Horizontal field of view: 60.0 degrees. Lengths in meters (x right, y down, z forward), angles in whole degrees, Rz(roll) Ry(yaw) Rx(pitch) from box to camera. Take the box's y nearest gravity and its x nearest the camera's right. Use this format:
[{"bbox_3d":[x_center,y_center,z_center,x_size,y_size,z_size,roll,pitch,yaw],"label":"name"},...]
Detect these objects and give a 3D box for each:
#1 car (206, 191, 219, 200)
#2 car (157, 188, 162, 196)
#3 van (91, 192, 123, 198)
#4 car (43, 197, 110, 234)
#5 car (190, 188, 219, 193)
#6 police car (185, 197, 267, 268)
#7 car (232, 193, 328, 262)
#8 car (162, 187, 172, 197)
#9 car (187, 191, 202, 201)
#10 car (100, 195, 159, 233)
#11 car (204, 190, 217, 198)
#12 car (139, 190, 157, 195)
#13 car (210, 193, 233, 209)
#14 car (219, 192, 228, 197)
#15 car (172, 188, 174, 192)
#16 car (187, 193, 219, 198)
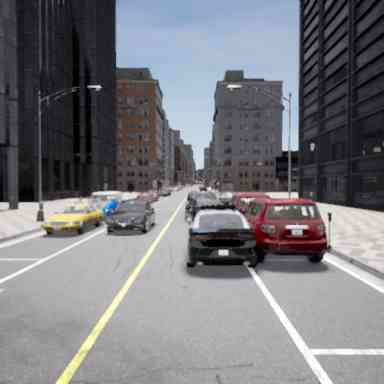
[{"bbox_3d":[3.040,0.474,50.492,1.802,1.307,4.206,0,1,0],"label":"car"},{"bbox_3d":[-5.528,0.460,44.938,1.967,1.590,4.097,0,1,0],"label":"car"},{"bbox_3d":[-5.695,0.867,22.382,1.690,1.788,3.998,0,1,0],"label":"van"},{"bbox_3d":[-5.739,1.175,16.576,1.752,1.417,4.829,0,1,0],"label":"car"},{"bbox_3d":[1.095,0.788,26.464,2.097,1.767,4.553,0,1,0],"label":"car"},{"bbox_3d":[0.835,1.198,10.626,1.930,1.638,5.238,-1,1,2],"label":"police car"},{"bbox_3d":[2.747,1.083,11.019,2.192,1.841,5.009,0,1,0],"label":"car"},{"bbox_3d":[-5.402,0.197,61.855,1.947,1.339,4.313,0,1,0],"label":"car"},{"bbox_3d":[0.369,0.522,47.583,1.994,1.385,4.181,0,1,2],"label":"car"},{"bbox_3d":[-2.976,1.147,16.959,1.837,1.490,4.892,0,1,0],"label":"car"},{"bbox_3d":[3.081,0.308,56.128,1.887,1.381,4.507,0,1,0],"label":"car"},{"bbox_3d":[-5.569,0.731,39.302,1.802,1.307,4.206,0,1,0],"label":"car"},{"bbox_3d":[2.915,0.829,33.578,2.008,1.369,4.403,0,1,0],"label":"car"},{"bbox_3d":[2.788,0.963,16.658,2.192,1.841,5.009,0,1,0],"label":"car"},{"bbox_3d":[-5.360,-0.183,67.488,2.192,1.841,5.009,0,1,0],"label":"car"},{"bbox_3d":[0.690,1.046,20.408,1.882,1.535,5.008,0,1,-8],"label":"car"}]
